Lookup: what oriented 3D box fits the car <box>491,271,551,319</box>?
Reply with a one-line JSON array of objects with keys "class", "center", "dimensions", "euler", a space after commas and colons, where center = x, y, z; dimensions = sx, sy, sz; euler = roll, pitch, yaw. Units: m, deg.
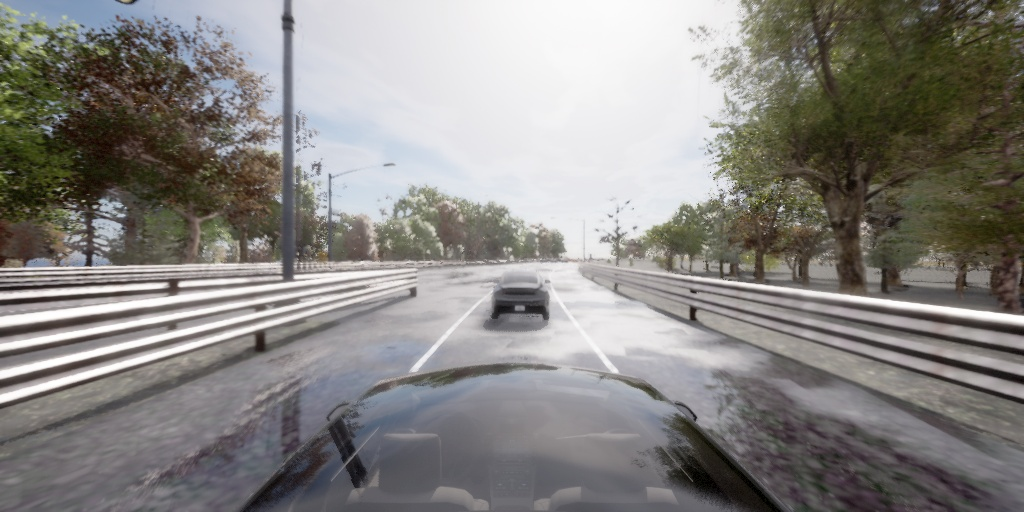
[{"class": "car", "center": [0.336, 1.261, 12.893], "dimensions": [1.837, 1.490, 4.892], "euler": [0, 0, 2]}]
